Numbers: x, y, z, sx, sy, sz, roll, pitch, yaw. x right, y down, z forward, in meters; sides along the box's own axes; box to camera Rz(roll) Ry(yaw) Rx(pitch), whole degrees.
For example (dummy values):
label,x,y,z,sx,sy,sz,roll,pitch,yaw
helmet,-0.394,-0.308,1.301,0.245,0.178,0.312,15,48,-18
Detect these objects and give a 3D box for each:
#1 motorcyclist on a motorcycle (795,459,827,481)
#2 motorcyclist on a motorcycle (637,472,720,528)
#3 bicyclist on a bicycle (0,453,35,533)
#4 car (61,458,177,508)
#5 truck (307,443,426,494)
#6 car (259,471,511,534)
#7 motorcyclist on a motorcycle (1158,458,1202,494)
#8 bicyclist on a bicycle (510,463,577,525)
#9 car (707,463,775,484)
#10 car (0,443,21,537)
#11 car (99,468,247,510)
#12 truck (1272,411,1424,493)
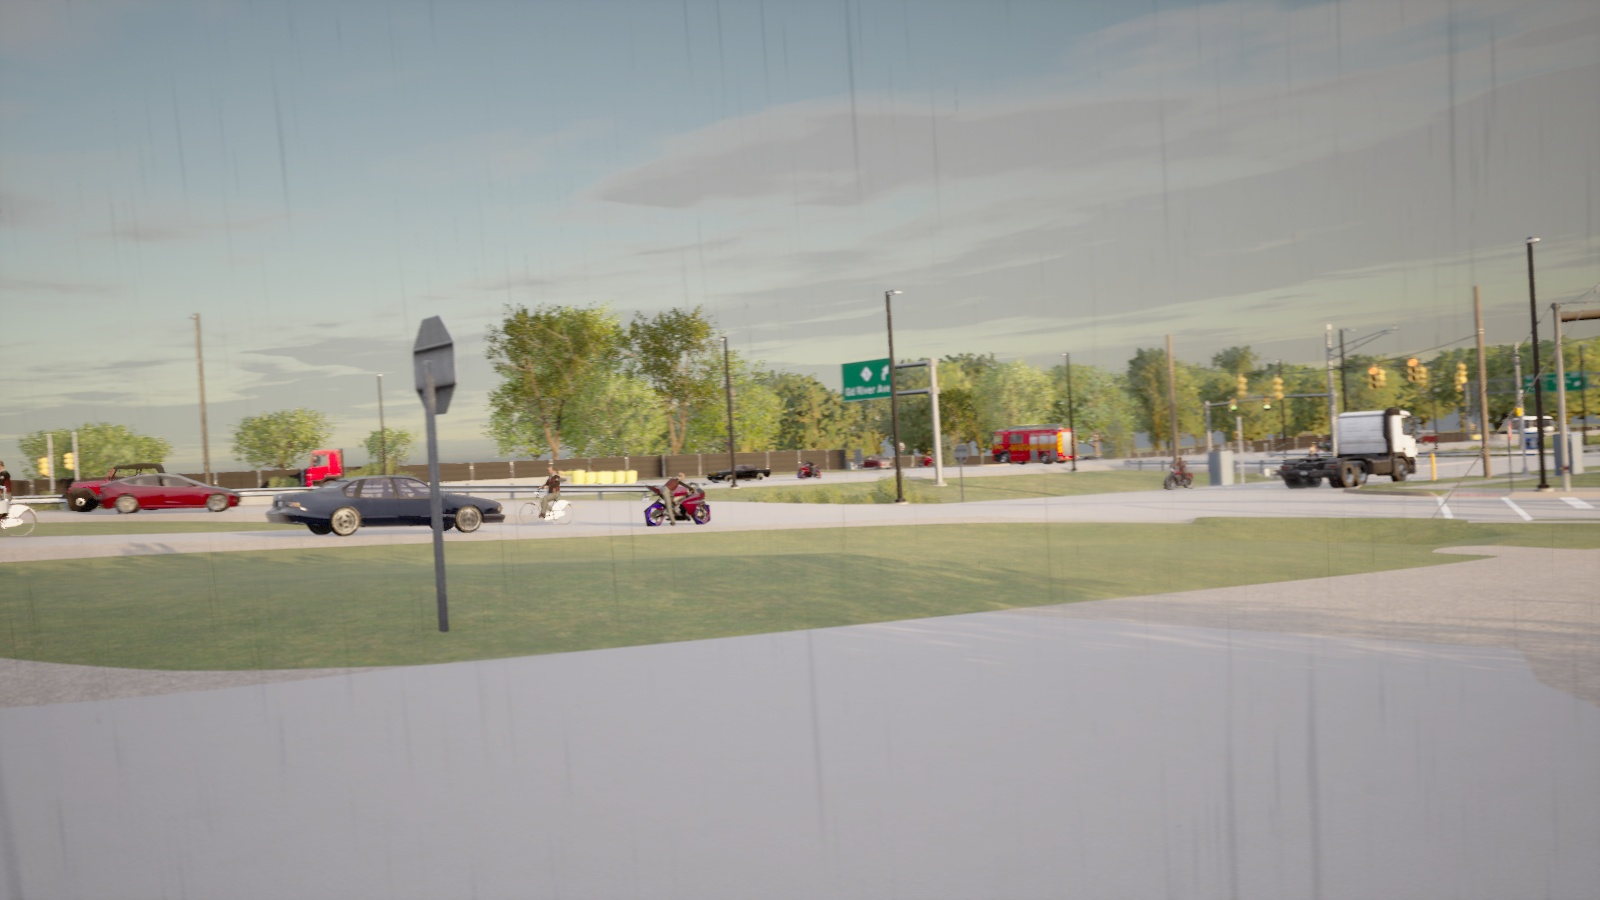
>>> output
label,x,y,z,sx,sy,sz,roll,pitch,yaw
motorcyclist on a motorcycle,0.807,1.431,90.940,2.191,1.530,0.866,-2,-1,-39
motorcyclist on a motorcycle,-3.414,1.384,35.375,2.191,1.530,0.866,1,-2,-38
bicyclist on a bicycle,-18.256,0.964,28.091,1.843,1.776,0.659,2,-3,-38
car,-26.970,1.279,49.886,3.866,1.878,1.905,0,-1,-22
truck,-31.711,1.312,92.147,7.936,3.462,2.891,-1,0,-14
car,-9.897,1.250,30.225,5.357,1.411,2.033,2,-3,-38
motorcyclist on a motorcycle,18.182,1.247,60.067,2.350,1.649,0.766,-1,-1,-40
bicyclist on a bicycle,-7.513,1.295,36.873,1.843,1.776,0.659,2,-3,-43
car,-4.290,1.686,91.289,4.718,1.301,1.895,-2,-1,-39
car,-17.677,0.737,23.734,1.932,1.855,4.605,-1,-3,33
car,-23.409,1.440,47.113,4.792,1.488,2.163,0,0,-21
truck,24.727,0.066,56.457,7.936,3.462,2.891,-1,-1,-40
